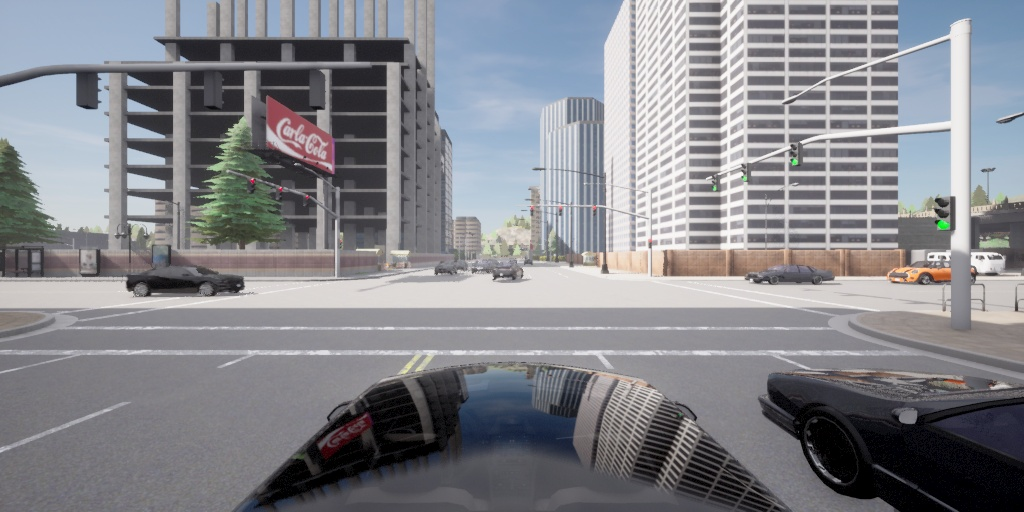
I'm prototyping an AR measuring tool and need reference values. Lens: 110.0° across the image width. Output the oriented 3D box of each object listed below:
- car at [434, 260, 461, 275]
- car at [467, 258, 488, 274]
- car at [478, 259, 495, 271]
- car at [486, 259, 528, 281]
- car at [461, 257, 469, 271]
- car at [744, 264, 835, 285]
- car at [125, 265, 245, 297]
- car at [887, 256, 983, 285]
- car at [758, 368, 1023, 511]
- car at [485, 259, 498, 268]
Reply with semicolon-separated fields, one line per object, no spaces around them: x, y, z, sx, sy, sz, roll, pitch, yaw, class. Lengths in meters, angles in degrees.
-7.081;1.255;38.750;1.837;1.490;4.892;0;0;0;car
-3.580;1.241;41.749;2.128;1.511;4.902;0;0;0;car
-3.573;1.241;51.816;2.128;1.511;4.902;0;0;0;car
-0.310;1.241;30.242;2.128;1.511;4.902;0;0;12;car
-7.075;1.255;48.163;1.837;1.490;4.892;0;0;0;car
19.648;1.297;25.457;5.357;1.411;2.033;0;0;0;car
-16.417;1.228;18.189;5.008;1.535;1.882;0;0;-2;car
29.657;1.102;25.477;4.553;1.767;2.097;0;0;1;car
3.597;1.297;1.411;2.033;1.411;5.357;0;0;0;car
-3.540;1.255;62.201;1.837;1.490;4.892;0;0;0;car
